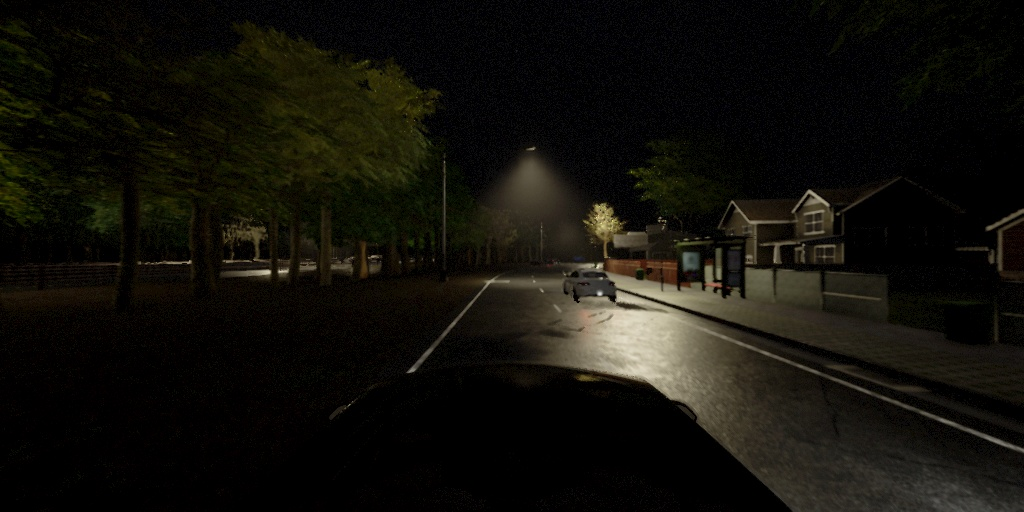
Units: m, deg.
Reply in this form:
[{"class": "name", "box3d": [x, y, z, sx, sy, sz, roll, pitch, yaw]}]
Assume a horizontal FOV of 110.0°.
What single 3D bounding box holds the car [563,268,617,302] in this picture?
[{"class": "car", "box3d": [3.605, 1.304, 17.014, 1.812, 1.442, 4.674, 0, 0, 0]}]
